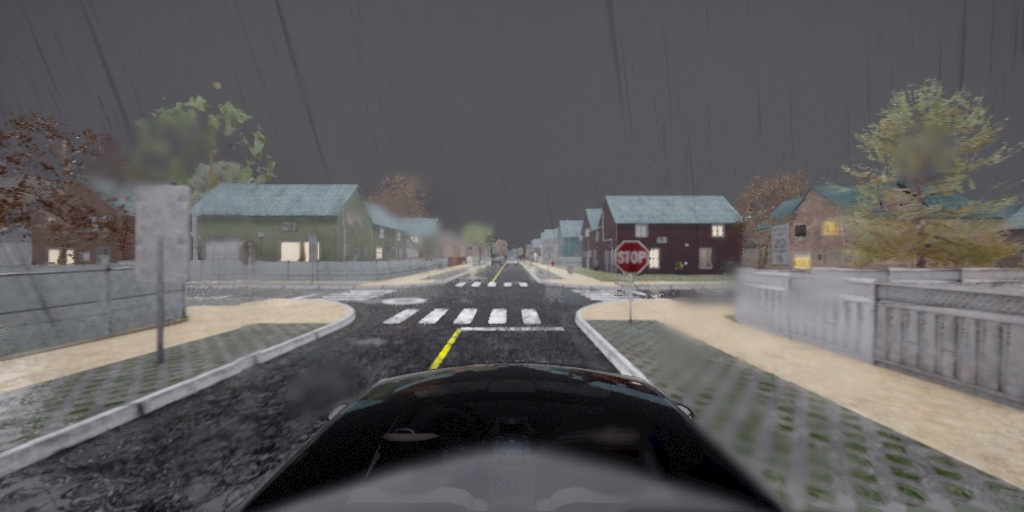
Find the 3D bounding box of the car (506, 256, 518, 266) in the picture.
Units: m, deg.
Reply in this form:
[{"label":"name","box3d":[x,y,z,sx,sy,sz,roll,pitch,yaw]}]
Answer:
[{"label":"car","box3d":[-0.020,1.053,61.233,1.895,1.301,4.718,0,0,0]}]
